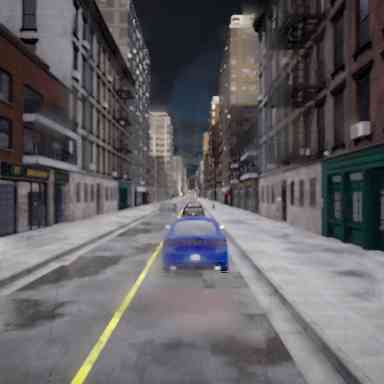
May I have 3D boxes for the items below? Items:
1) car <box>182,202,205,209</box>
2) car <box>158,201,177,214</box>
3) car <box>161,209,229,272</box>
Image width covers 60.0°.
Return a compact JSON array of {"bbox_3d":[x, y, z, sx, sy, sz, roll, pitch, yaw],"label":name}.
[{"bbox_3d":[0.139,1.675,30.705,2.128,1.511,4.902,0,0,0],"label":"car"},{"bbox_3d":[-2.783,1.802,39.294,1.994,1.385,4.181,0,0,0],"label":"car"},{"bbox_3d":[0.100,1.543,11.035,1.882,1.535,5.008,0,0,0],"label":"car"}]
